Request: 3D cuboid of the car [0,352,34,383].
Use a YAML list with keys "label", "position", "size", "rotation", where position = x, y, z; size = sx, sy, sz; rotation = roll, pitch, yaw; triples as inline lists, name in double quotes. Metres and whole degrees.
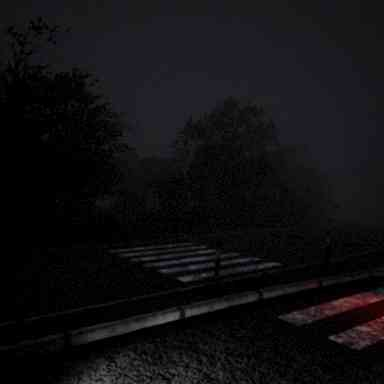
- label: "car"
  position: [-3.304, 1.535, 1.075]
  size: [5.357, 1.411, 2.033]
  rotation: [0, 0, -35]
